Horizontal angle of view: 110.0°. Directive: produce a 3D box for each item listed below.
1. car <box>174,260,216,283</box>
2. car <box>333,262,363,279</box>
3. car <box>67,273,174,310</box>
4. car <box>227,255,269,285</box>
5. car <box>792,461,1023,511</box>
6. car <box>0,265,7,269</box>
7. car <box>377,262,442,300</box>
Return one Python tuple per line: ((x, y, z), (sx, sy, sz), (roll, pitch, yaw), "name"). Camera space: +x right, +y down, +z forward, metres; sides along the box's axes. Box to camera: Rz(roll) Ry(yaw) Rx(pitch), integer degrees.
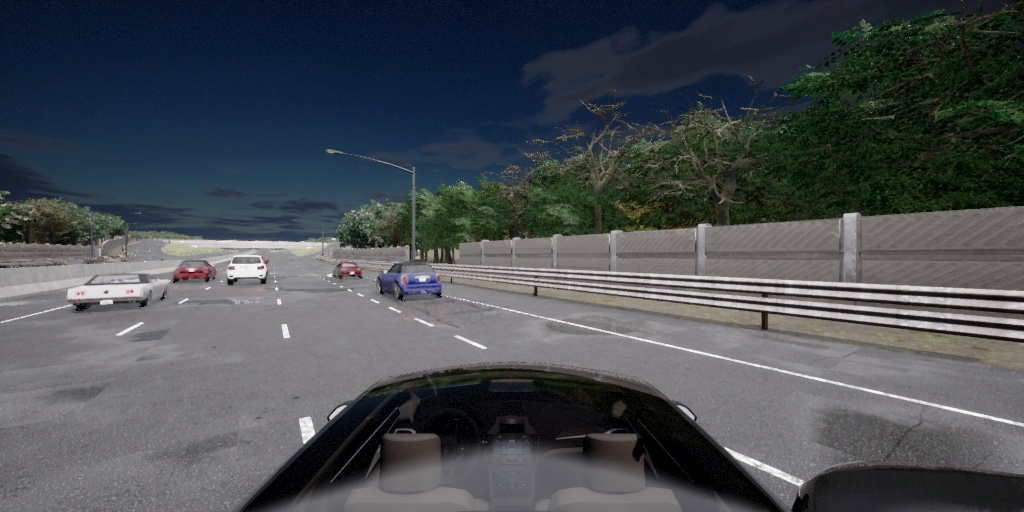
((-24.795, 1.082, 28.174), (2.097, 1.767, 4.553), (0, 0, -34), "car")
((-14.617, 1.261, 31.857), (1.812, 1.442, 4.674), (0, 0, -34), "car")
((-15.662, 1.345, 14.593), (1.895, 1.301, 4.718), (0, 0, -34), "car")
((-19.283, 0.957, 26.244), (2.150, 2.045, 5.566), (0, 0, -34), "car")
((2.985, 1.315, 0.502), (4.181, 1.385, 1.994), (0, 0, 34), "car")
((-34.267, 1.254, 23.089), (1.812, 1.442, 4.674), (0, 0, -34), "car")
((-5.219, 1.099, 17.893), (2.097, 1.767, 4.553), (0, 0, -34), "car")
